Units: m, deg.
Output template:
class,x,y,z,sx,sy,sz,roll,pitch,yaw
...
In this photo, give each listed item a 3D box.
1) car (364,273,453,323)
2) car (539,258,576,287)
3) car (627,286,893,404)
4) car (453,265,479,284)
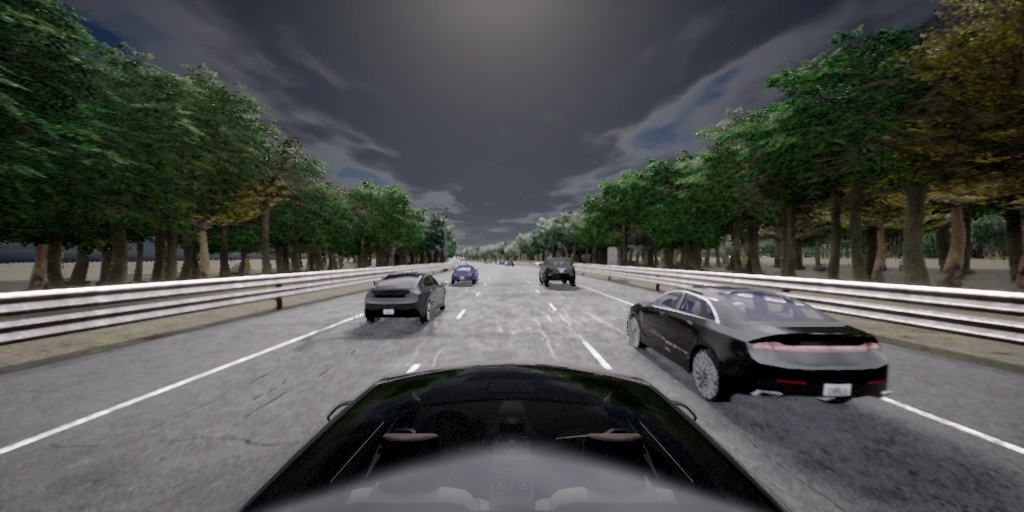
class,x,y,z,sx,sy,sz,roll,pitch,yaw
car,-3.471,1.328,12.449,1.837,1.490,4.892,0,0,0
car,3.307,1.149,26.921,2.150,2.045,5.566,0,0,-1
car,3.563,1.268,6.358,2.128,1.511,4.902,0,0,0
car,-3.738,1.470,28.838,1.812,1.442,4.674,0,0,-1
